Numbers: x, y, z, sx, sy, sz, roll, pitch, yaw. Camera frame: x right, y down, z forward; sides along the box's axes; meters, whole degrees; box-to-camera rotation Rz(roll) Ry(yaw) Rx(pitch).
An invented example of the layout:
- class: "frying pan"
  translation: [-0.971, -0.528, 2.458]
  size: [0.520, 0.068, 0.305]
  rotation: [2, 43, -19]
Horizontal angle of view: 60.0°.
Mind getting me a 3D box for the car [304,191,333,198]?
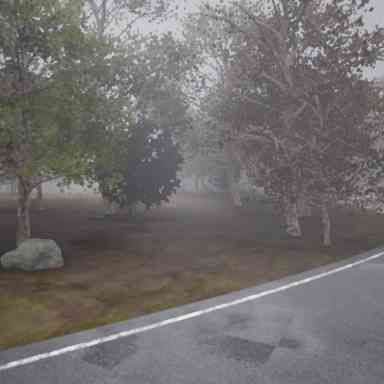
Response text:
- class: "car"
  translation: [15.348, 0.020, 39.376]
  size: [1.837, 1.490, 4.892]
  rotation: [-5, 3, -18]
